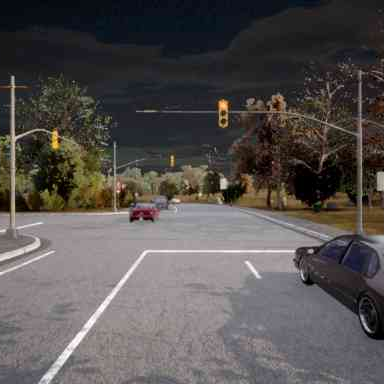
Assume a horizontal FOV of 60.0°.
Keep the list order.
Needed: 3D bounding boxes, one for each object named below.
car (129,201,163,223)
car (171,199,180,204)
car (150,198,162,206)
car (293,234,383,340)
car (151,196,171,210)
[{"bbox_3d":[-3.601,1.601,25.729,1.895,1.301,4.718,0,0,0],"label":"car"},{"bbox_3d":[-4.423,2.365,83.323,1.812,1.442,4.674,0,-1,-22],"label":"car"},{"bbox_3d":[-7.761,2.138,71.165,2.128,1.511,4.902,0,-1,-13],"label":"car"},{"bbox_3d":[3.609,1.547,6.472,2.033,1.411,5.357,0,0,0],"label":"car"},{"bbox_3d":[-3.975,1.575,42.804,1.837,1.490,4.892,0,-1,-3],"label":"car"}]
